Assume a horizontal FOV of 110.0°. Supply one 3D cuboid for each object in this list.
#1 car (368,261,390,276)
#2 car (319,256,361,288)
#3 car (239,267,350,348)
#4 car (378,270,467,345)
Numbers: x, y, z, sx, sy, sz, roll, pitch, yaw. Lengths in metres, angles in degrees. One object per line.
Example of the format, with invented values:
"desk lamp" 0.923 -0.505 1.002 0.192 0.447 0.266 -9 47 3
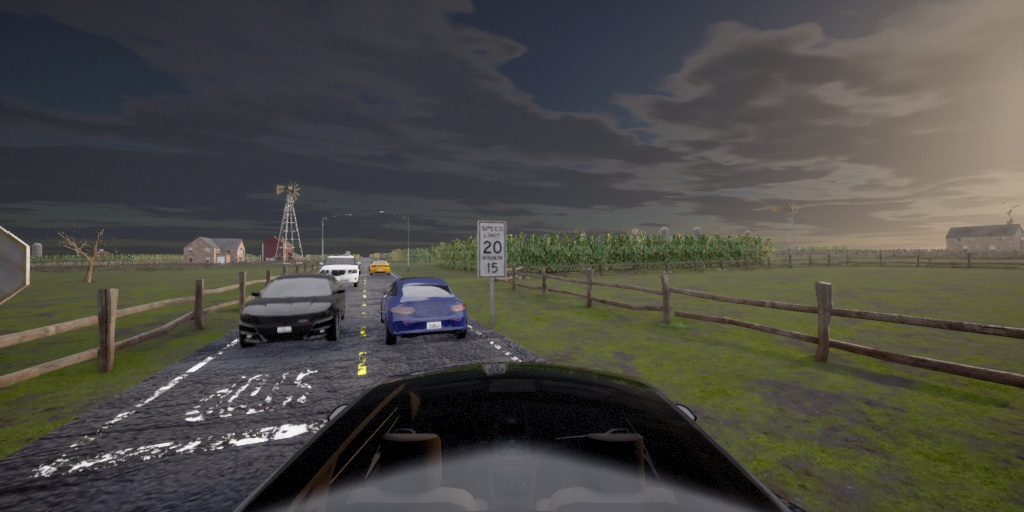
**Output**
"car" -14.140 1.232 38.337 1.882 1.535 5.008 0 0 -21
"car" -11.422 0.978 23.965 2.150 2.045 5.566 0 0 -23
"car" -5.590 1.230 9.635 1.882 1.535 5.008 0 0 -22
"car" -2.488 1.278 9.589 1.812 1.442 4.674 0 0 -22
